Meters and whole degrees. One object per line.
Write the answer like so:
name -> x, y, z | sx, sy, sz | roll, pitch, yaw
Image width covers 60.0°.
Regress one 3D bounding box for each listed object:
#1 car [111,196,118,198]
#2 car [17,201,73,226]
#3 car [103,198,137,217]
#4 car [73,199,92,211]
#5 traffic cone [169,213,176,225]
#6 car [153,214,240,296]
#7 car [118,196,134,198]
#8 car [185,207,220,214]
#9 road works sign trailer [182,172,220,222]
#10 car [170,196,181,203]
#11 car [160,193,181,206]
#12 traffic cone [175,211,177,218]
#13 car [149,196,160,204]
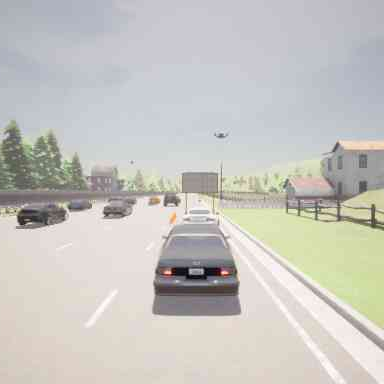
car -> -13.825, 1.478, 60.672 | 1.882, 1.535, 5.008 | 0, -1, 0
car -> -10.370, 1.505, 23.408 | 1.837, 1.490, 4.892 | 0, 0, 0
car -> -6.862, 1.547, 31.133 | 2.033, 1.411, 5.357 | 0, 0, 0
car -> -13.849, 1.563, 41.252 | 1.994, 1.385, 4.181 | 0, 0, 0
traffic cone -> -1.459, 1.955, 23.139 | 0.340, 0.580, 0.340 | 0, 0, 0
car -> 0.108, 1.547, 8.782 | 2.033, 1.411, 5.357 | 0, 0, 1
car -> -10.331, 1.492, 55.317 | 2.128, 1.511, 4.902 | 0, 0, 0
car -> 0.525, 1.538, 18.435 | 1.812, 1.442, 4.674 | 0, -1, 6
road works sign trailer -> 0.513, 0.464, 22.049 | 2.380, 3.560, 2.880 | 0, 0, -4
car -> -3.315, 1.564, 68.534 | 1.994, 1.385, 4.181 | 0, 0, 0
car -> -3.334, 1.221, 53.319 | 2.150, 2.045, 5.566 | 0, 0, 0
traffic cone -> -1.456, 1.955, 25.139 | 0.340, 0.580, 0.340 | 0, 0, 0
car -> -6.823, 1.478, 61.399 | 1.882, 1.535, 5.008 | 0, 0, 0
